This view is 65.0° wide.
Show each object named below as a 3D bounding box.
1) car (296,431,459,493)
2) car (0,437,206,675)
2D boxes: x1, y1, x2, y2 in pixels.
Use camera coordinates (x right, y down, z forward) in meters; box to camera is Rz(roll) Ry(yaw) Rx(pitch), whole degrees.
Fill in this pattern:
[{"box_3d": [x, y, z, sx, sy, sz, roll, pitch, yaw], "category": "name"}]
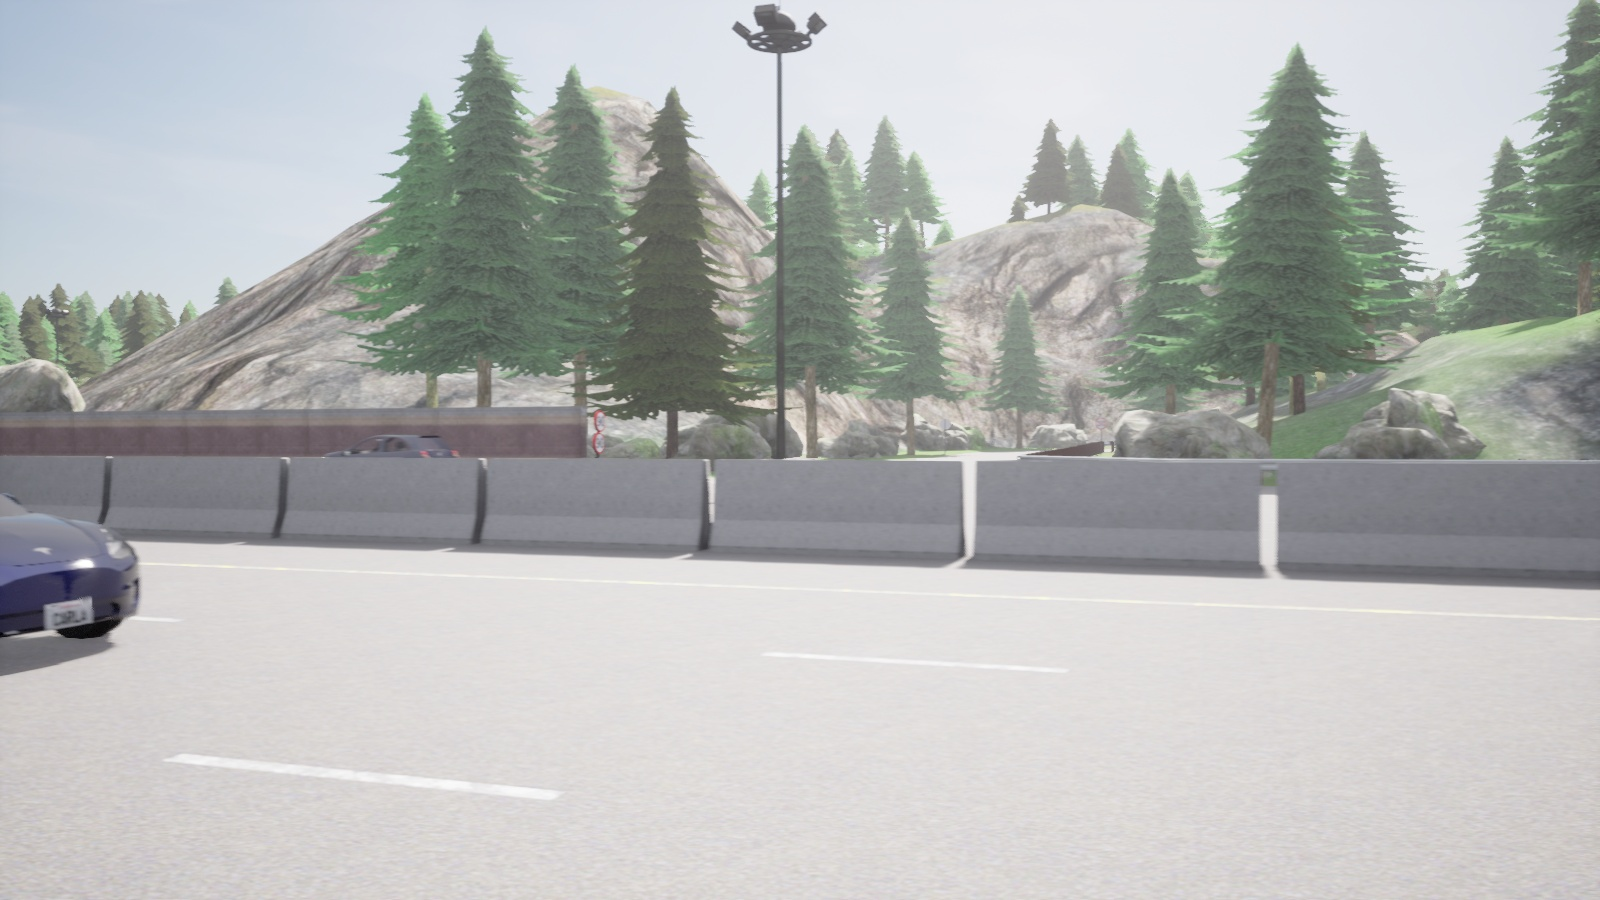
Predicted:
[{"box_3d": [-10.994, 0.280, 32.740, 3.633, 1.501, 1.845, 1, 1, 19], "category": "car"}, {"box_3d": [-7.133, 0.653, 9.286, 4.792, 1.488, 2.163, 0, 1, 19], "category": "car"}]
